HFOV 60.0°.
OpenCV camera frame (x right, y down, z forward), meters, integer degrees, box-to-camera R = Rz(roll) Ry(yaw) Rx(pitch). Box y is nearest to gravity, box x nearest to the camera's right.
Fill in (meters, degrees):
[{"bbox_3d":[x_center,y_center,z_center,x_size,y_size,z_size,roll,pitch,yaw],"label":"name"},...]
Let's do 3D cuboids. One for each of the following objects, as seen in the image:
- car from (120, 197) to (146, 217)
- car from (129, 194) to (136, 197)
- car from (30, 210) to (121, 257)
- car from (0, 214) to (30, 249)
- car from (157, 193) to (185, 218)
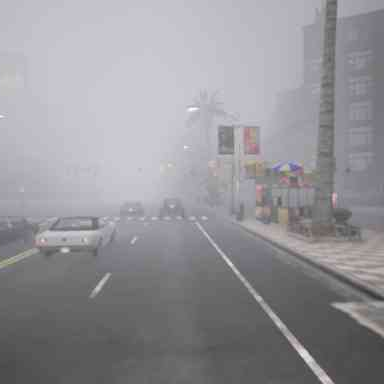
[{"bbox_3d":[-5.299,1.476,30.073,1.994,1.385,4.181,0,0,-3],"label":"car"},{"bbox_3d":[-16.383,1.273,91.741,2.033,1.411,5.357,0,0,-4],"label":"car"},{"bbox_3d":[-4.199,1.571,12.894,1.895,1.301,4.718,0,0,-3],"label":"car"},{"bbox_3d":[-7.840,1.587,13.039,1.895,1.301,4.718,0,0,-3],"label":"car"},{"bbox_3d":[-1.745,1.250,29.271,2.097,1.767,4.553,0,0,-3],"label":"car"}]
